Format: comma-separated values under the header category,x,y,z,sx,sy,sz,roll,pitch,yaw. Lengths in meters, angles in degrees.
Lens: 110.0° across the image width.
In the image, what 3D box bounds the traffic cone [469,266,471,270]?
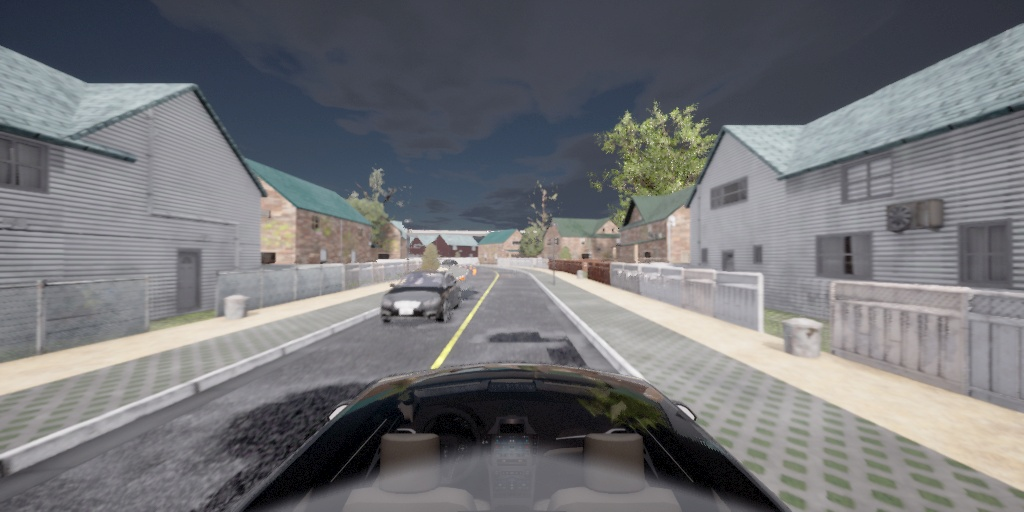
category,x,y,z,sx,sy,sz,roll,pitch,yaw
traffic cone,-5.962,1.674,51.880,0.340,0.580,0.340,0,0,-14

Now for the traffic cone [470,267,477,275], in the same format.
category,x,y,z,sx,sy,sz,roll,pitch,yaw
traffic cone,-3.934,1.695,37.526,0.340,0.580,0.340,0,0,-2

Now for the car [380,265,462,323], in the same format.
category,x,y,z,sx,sy,sz,roll,pitch,yaw
car,-2.854,1.242,12.132,2.128,1.511,4.902,0,0,0

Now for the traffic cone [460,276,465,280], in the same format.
category,x,y,z,sx,sy,sz,roll,pitch,yaw
traffic cone,-4.015,1.529,29.619,0.340,0.580,0.340,0,0,16

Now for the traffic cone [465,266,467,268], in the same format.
category,x,y,z,sx,sy,sz,roll,pitch,yaw
traffic cone,-7.253,1.666,56.543,0.340,0.580,0.340,0,0,-17
